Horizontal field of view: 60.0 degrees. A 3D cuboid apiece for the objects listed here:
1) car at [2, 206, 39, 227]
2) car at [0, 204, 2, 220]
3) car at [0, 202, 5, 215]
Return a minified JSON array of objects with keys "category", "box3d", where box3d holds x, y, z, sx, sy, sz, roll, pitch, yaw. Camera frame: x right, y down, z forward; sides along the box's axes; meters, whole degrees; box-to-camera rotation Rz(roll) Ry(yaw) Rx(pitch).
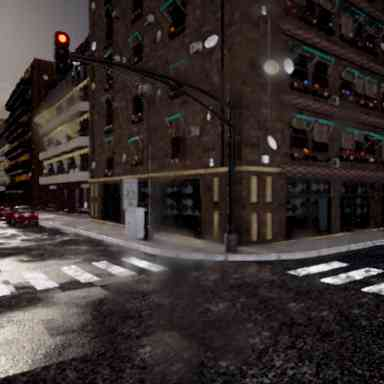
[{"category":"car","box3d":[-13.757,1.845,26.941,1.967,1.590,4.097,-1,0,-36]},{"category":"car","box3d":[-19.018,2.117,34.122,1.802,1.307,4.206,-1,0,-36]},{"category":"car","box3d":[-25.614,2.137,43.098,1.967,1.590,4.097,-1,0,-36]}]
